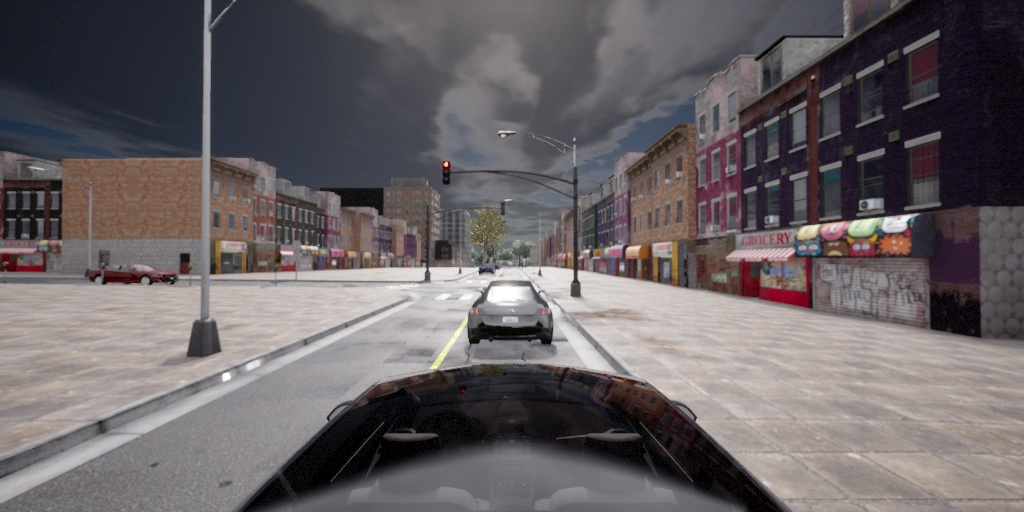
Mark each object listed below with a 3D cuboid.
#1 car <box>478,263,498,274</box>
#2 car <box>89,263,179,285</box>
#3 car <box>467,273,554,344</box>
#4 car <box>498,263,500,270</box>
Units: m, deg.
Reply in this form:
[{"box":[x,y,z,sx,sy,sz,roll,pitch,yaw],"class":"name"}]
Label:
[{"box":[-3.081,1.615,44.013,1.895,1.301,4.718,0,-1,0],"class":"car"},{"box":[-23.353,1.126,22.233,4.507,1.381,1.888,0,0,0],"class":"car"},{"box":[-0.036,1.328,9.614,1.994,1.385,4.181,0,0,0],"class":"car"},{"box":[-3.152,1.826,63.781,1.895,1.301,4.718,0,-1,0],"class":"car"}]
